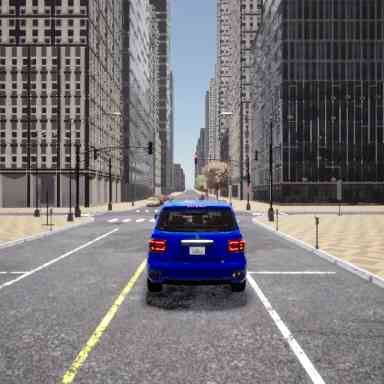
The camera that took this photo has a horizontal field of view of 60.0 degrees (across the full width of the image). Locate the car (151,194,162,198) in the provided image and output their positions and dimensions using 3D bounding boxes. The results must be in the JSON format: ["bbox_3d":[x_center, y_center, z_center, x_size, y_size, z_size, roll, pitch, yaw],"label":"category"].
[{"bbox_3d":[-5.803,1.485,50.073,1.752,1.417,4.829,0,0,0],"label":"car"}]

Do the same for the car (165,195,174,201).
[{"bbox_3d":[-5.665,1.428,84.299,2.008,1.369,4.403,0,0,0],"label":"car"}]

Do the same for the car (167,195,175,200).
[{"bbox_3d":[-5.663,1.411,89.974,2.008,1.369,4.403,0,0,0],"label":"car"}]

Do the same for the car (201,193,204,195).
[{"bbox_3d":[2.714,1.224,72.941,2.192,1.841,5.009,0,0,0],"label":"car"}]

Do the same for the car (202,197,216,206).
[{"bbox_3d":[2.807,1.500,55.919,2.008,1.369,4.403,0,0,0],"label":"car"}]

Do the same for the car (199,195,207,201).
[{"bbox_3d":[2.716,1.422,84.291,1.887,1.381,4.507,0,0,0],"label":"car"}]

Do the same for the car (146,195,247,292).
[{"bbox_3d":[0.101,1.221,9.071,2.150,2.045,5.566,0,0,0],"label":"car"}]

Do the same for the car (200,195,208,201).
[{"bbox_3d":[2.715,1.419,78.786,1.752,1.417,4.829,0,0,0],"label":"car"}]

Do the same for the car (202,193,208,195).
[{"bbox_3d":[2.837,1.400,50.241,1.967,1.590,4.097,0,0,0],"label":"car"}]

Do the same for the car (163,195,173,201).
[{"bbox_3d":[-5.666,1.438,78.623,1.887,1.381,4.507,0,0,0],"label":"car"}]

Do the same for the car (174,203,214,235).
[{"bbox_3d":[0.101,1.486,19.800,2.128,1.511,4.902,0,0,0],"label":"car"}]
